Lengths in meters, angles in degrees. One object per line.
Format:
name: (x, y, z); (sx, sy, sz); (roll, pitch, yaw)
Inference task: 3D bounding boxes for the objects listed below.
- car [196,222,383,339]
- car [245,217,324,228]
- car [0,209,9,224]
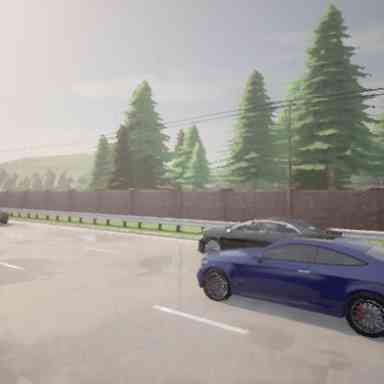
car: (2.266, 1.576, 6.683); (4.674, 1.442, 1.812); (0, 0, 37)
car: (2.416, 1.566, 10.957); (4.902, 1.511, 2.128); (0, 0, 37)
car: (-15.186, 1.641, 24.259); (4.181, 1.385, 1.994); (0, 0, 37)
